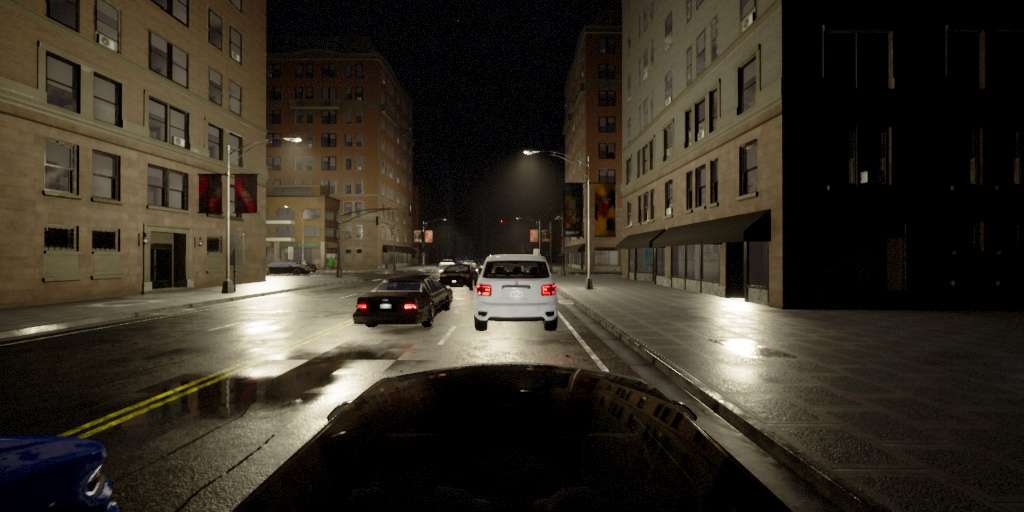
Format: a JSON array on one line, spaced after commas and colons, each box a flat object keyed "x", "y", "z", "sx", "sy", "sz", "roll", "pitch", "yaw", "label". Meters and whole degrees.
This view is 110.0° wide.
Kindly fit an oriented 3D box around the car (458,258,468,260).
[{"x": -6.592, "y": 1.341, "z": 54.217, "sx": 1.895, "sy": 1.301, "sz": 4.718, "roll": 0, "pitch": 0, "yaw": 0, "label": "car"}]

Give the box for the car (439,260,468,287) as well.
[{"x": -3.150, "y": 1.226, "z": 22.012, "sx": 1.882, "sy": 1.535, "sz": 5.008, "roll": 0, "pitch": 0, "yaw": 0, "label": "car"}]

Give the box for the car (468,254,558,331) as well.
[{"x": 0.100, "y": 0.971, "z": 11.090, "sx": 2.150, "sy": 2.045, "sz": 5.566, "roll": 0, "pitch": 0, "yaw": 0, "label": "car"}]

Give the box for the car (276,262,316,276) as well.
[{"x": -23.141, "y": 1.285, "z": 36.638, "sx": 5.357, "sy": 1.411, "sz": 2.033, "roll": 0, "pitch": 0, "yaw": 0, "label": "car"}]

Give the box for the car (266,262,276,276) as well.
[{"x": -25.416, "y": 1.168, "z": 34.109, "sx": 4.097, "sy": 1.591, "sz": 1.967, "roll": 0, "pitch": 0, "yaw": 0, "label": "car"}]

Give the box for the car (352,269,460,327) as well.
[{"x": -3.153, "y": 1.297, "z": 11.421, "sx": 2.033, "sy": 1.411, "sz": 5.357, "roll": 0, "pitch": 0, "yaw": 0, "label": "car"}]

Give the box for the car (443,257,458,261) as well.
[{"x": -9.842, "y": 1.266, "z": 54.575, "sx": 1.812, "sy": 1.442, "sz": 4.674, "roll": 0, "pitch": 0, "yaw": 0, "label": "car"}]
